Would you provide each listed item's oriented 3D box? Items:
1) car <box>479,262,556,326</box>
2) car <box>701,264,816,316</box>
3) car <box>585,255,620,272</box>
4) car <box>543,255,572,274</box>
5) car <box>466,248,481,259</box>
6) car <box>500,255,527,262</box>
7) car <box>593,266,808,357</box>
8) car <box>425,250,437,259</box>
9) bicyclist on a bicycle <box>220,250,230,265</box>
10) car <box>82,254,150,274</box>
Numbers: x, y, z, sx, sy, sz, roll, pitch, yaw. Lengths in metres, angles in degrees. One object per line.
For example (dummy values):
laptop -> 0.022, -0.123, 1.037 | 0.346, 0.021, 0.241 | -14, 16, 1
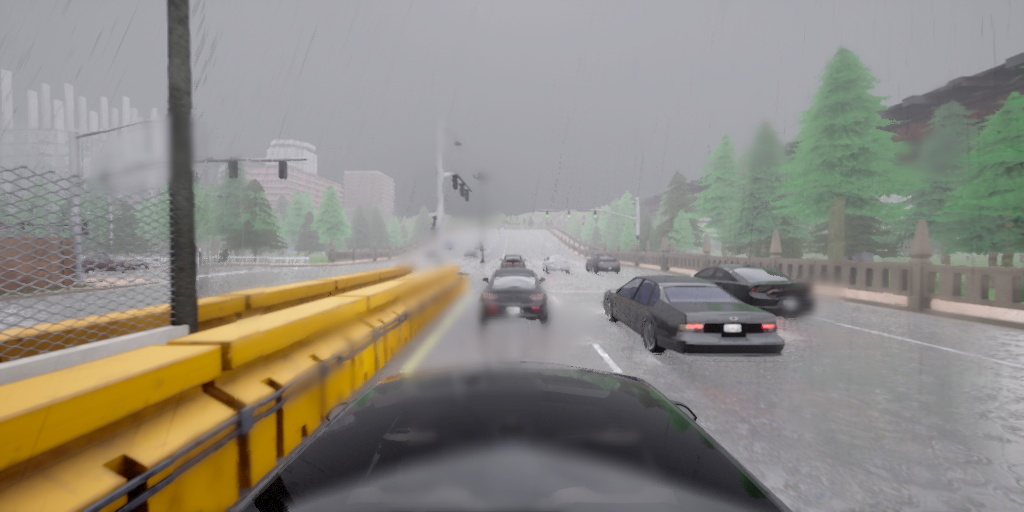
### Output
car -> 0.074, 1.071, 10.693 | 1.812, 1.442, 4.674 | 0, 1, 0
car -> 7.079, 1.004, 11.573 | 1.882, 1.535, 5.008 | 0, 1, 0
car -> 7.085, 0.638, 28.305 | 2.128, 1.511, 4.902 | 0, 1, 0
car -> 3.582, 0.649, 29.336 | 1.812, 1.442, 4.674 | 0, 1, 0
car -> -7.014, -0.216, 63.173 | 1.895, 1.301, 4.718 | 0, 3, 1
car -> 0.087, 0.644, 28.590 | 1.837, 1.490, 4.892 | 0, 1, 0
car -> 3.564, 1.148, 8.280 | 2.033, 1.411, 5.357 | 0, 1, 0
car -> -14.006, -0.291, 63.506 | 2.033, 1.411, 5.357 | 0, 3, 0
bicyclist on a bicycle -> -31.723, 0.160, 39.594 | 0.582, 1.620, 1.656 | 22, 10, -14
car -> -32.452, 0.605, 29.180 | 5.008, 1.535, 1.882 | 0, 1, 2
